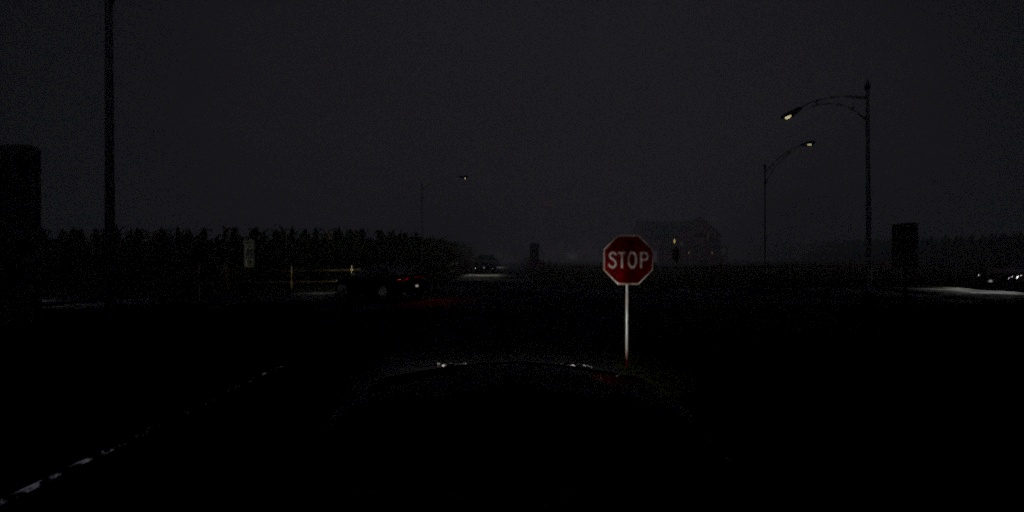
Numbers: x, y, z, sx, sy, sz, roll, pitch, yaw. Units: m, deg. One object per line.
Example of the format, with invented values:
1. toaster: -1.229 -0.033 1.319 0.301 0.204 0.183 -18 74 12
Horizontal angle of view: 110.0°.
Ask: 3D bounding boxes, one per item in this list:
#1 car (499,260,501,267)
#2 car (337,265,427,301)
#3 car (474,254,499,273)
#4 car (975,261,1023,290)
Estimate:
1. car: -2.825 1.045 59.427 2.033 1.411 5.357 0 0 0
2. car: -6.235 1.175 16.936 5.008 1.535 1.882 -1 -1 33
3. car: -2.868 0.799 39.370 2.150 2.045 5.566 0 0 0
4. car: 26.243 0.954 17.874 4.674 1.442 1.812 -1 0 1
